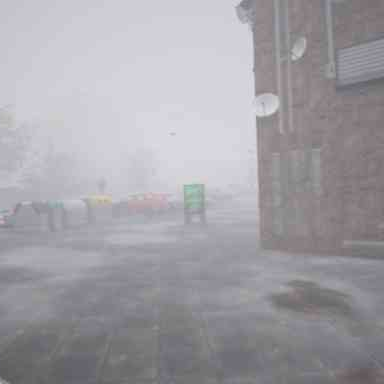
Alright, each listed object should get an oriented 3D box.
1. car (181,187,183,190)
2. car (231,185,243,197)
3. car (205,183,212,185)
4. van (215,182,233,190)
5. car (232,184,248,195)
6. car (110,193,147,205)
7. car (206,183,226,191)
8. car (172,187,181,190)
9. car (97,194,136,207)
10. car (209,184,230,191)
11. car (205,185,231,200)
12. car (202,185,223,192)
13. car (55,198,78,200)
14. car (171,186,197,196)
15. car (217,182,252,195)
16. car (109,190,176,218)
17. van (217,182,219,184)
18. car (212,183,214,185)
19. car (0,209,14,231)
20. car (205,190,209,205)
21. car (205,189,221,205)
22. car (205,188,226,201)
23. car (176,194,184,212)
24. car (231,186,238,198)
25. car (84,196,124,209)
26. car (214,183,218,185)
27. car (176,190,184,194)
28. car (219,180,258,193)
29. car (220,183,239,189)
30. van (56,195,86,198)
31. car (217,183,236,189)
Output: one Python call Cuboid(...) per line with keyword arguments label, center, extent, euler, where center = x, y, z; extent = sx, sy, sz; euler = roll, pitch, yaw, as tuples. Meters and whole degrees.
Cuboid(label="car", center=(-2.634, 0.131, 64.135), extent=(4.792, 1.488, 2.163), euler=(-2, 2, 24))
Cuboid(label="car", center=(4.700, 0.238, 50.182), extent=(4.674, 1.452, 2.002), euler=(-2, 2, 24))
Cuboid(label="car", center=(0.634, -0.616, 71.822), extent=(5.566, 2.045, 2.435), euler=(-2, 2, 24))
Cuboid(label="van", center=(8.553, -1.688, 89.672), extent=(4.442, 1.987, 1.878), euler=(-2, 2, 24))
Cuboid(label="car", center=(5.920, 0.067, 52.986), extent=(4.674, 1.452, 2.002), euler=(-2, 2, 24))
Cuboid(label="car", center=(-9.341, 1.040, 48.802), extent=(4.892, 1.521, 2.231), euler=(-2, 2, 24))
Cuboid(label="car", center=(6.199, -1.270, 84.618), extent=(4.553, 1.767, 2.185), euler=(-2, 2, 24))
Cuboid(label="car", center=(-4.972, 0.297, 58.925), extent=(4.553, 1.767, 2.185), euler=(-2, 2, 24))
Cuboid(label="car", center=(-10.491, 1.202, 46.125), extent=(4.892, 1.521, 2.231), euler=(-2, 2, 24))
Cuboid(label="car", center=(7.302, -1.296, 87.053), extent=(5.008, 1.535, 2.097), euler=(-2, 2, 24))
Cuboid(label="car", center=(2.383, 0.400, 44.781), extent=(4.553, 1.767, 2.185), euler=(-2, 2, 24))
Cuboid(label="car", center=(5.127, -0.950, 82.054), extent=(4.674, 1.452, 2.002), euler=(-2, 2, 24))
Cuboid(label="car", center=(-14.897, 1.787, 35.994), extent=(4.892, 1.521, 2.231), euler=(-2, 1, 24))
Cuboid(label="car", center=(-1.586, -0.178, 66.714), extent=(4.553, 1.767, 2.185), euler=(-2, 2, 24))
Cuboid(label="car", center=(7.054, -0.261, 55.682), extent=(4.553, 1.767, 2.185), euler=(-2, 2, 24))
Cuboid(label="car", center=(-4.661, 1.181, 28.748), extent=(5.566, 2.045, 2.435), euler=(-2, 1, 24))
Cuboid(label="van", center=(3.891, -1.055, 79.534), extent=(4.442, 1.987, 1.878), euler=(-2, 2, 24))
Cuboid(label="car", center=(1.808, -0.648, 74.363), extent=(4.553, 1.767, 2.185), euler=(-2, 2, 24))
Cuboid(label="car", center=(-11.749, 1.866, 23.035), extent=(2.033, 1.411, 5.357), euler=(-2, 0, 14))
Cuboid(label="car", center=(-1.318, 1.023, 36.800), extent=(5.366, 1.575, 1.946), euler=(-2, 2, 24))
Cuboid(label="car", center=(0.191, 0.845, 39.344), extent=(5.366, 1.575, 1.946), euler=(-2, 2, 24))
Cuboid(label="car", center=(1.247, 0.685, 42.220), extent=(4.892, 1.521, 2.231), euler=(-2, 2, 24))
Cuboid(label="car", center=(-3.443, 1.314, 31.438), extent=(5.008, 1.535, 2.097), euler=(-2, 2, 24))
Cuboid(label="car", center=(3.559, 0.391, 47.478), extent=(4.792, 1.488, 2.163), euler=(-2, 2, 24))
Cuboid(label="car", center=(-11.559, 1.391, 43.685), extent=(4.674, 1.452, 2.002), euler=(-2, 2, 24))
Cuboid(label="car", center=(2.873, -0.647, 76.948), extent=(4.792, 1.488, 2.163), euler=(-2, 2, 24))
Cuboid(label="car", center=(-2.355, 1.055, 34.040), extent=(4.553, 1.767, 2.185), euler=(-2, 2, 24))
Cuboid(label="car", center=(8.221, -0.546, 58.229), extent=(5.566, 2.045, 2.435), euler=(-2, 2, 24))
Cuboid(label="car", center=(10.689, -1.769, 94.841), extent=(4.892, 1.521, 2.231), euler=(-2, 2, 24))
Cuboid(label="van", center=(-13.688, 1.427, 38.515), extent=(4.442, 1.987, 1.878), euler=(-2, 2, 24))
Cuboid(label="car", center=(9.565, -1.613, 92.287), extent=(4.892, 1.521, 2.231), euler=(-2, 2, 24))
